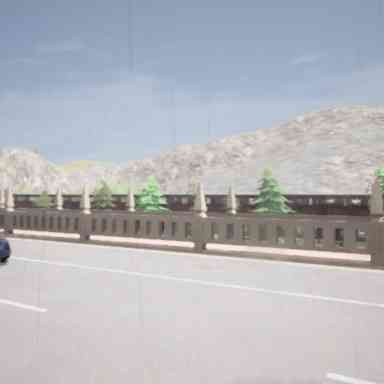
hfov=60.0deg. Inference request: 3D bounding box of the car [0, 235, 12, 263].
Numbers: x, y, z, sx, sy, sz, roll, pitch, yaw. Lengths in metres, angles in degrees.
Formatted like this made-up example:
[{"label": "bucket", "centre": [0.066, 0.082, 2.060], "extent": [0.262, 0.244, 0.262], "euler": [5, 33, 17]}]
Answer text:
[{"label": "car", "centre": [-8.247, 1.763, 11.451], "extent": [4.181, 1.385, 1.994], "euler": [0, -1, 27]}]
